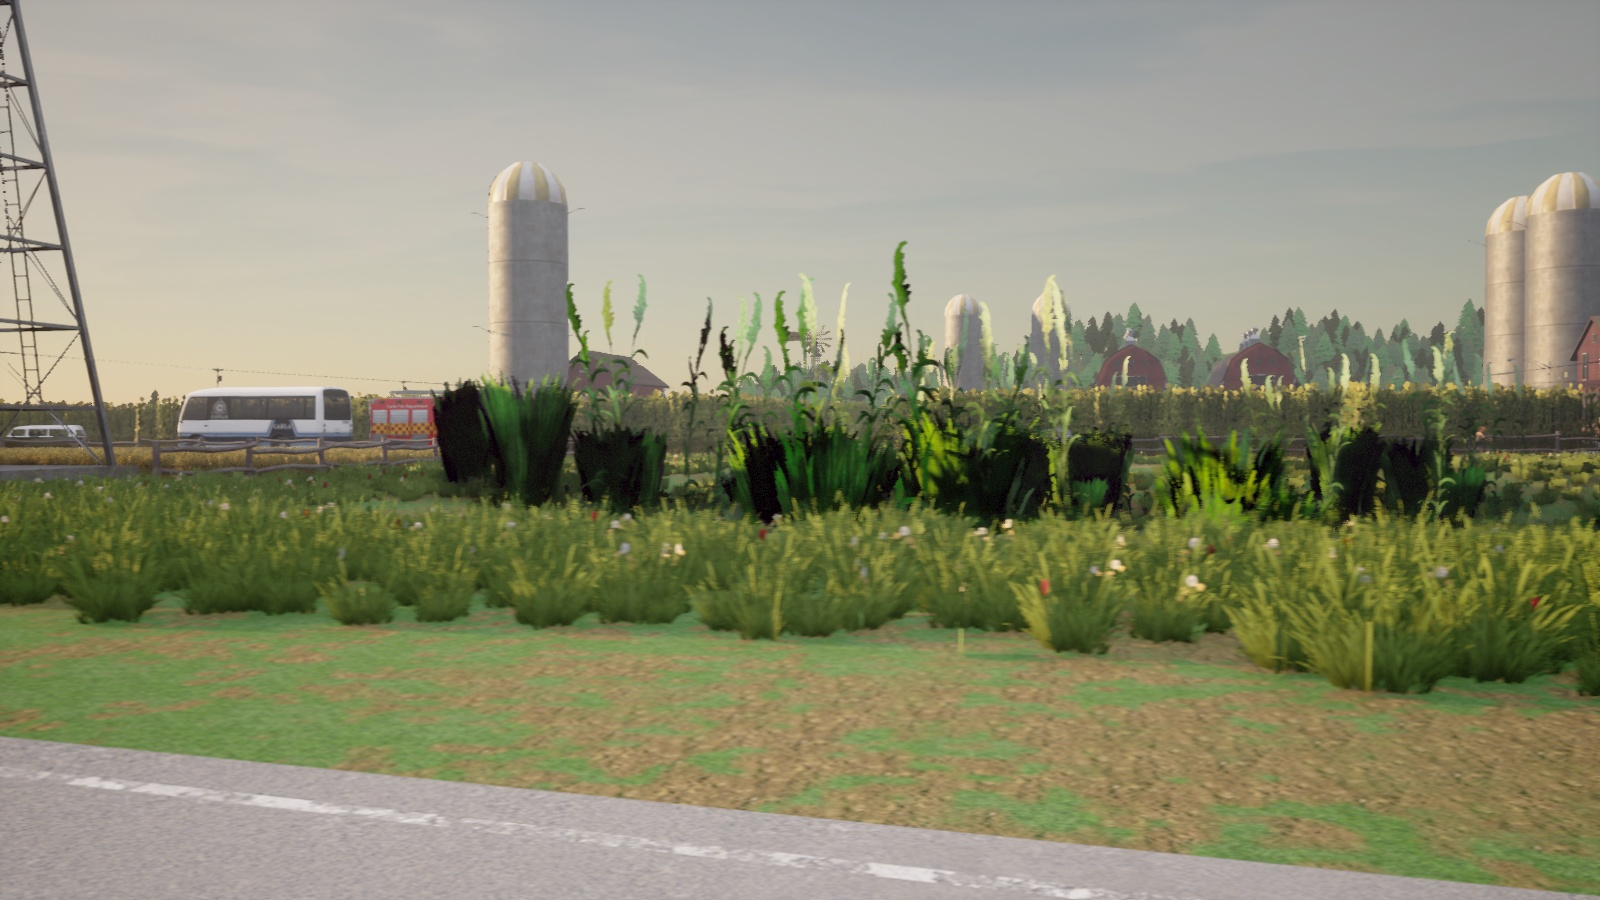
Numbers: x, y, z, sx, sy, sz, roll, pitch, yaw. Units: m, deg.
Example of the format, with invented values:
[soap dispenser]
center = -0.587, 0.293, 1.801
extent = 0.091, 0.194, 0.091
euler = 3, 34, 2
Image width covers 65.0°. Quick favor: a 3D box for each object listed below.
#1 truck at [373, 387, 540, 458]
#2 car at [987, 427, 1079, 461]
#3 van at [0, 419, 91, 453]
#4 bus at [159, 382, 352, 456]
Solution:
[truck]
center = -18.878, -1.517, 69.144
extent = 8.468, 3.827, 2.891
euler = 0, 1, 10
[car]
center = 12.110, -0.327, 65.207
extent = 4.611, 1.667, 2.242
euler = 1, 1, 13
[van]
center = -46.804, -0.873, 77.904
extent = 4.480, 2.038, 2.069
euler = 0, 0, -4
[bus]
center = -32.692, -1.882, 75.500
extent = 10.273, 4.253, 3.944
euler = 1, 1, 13
